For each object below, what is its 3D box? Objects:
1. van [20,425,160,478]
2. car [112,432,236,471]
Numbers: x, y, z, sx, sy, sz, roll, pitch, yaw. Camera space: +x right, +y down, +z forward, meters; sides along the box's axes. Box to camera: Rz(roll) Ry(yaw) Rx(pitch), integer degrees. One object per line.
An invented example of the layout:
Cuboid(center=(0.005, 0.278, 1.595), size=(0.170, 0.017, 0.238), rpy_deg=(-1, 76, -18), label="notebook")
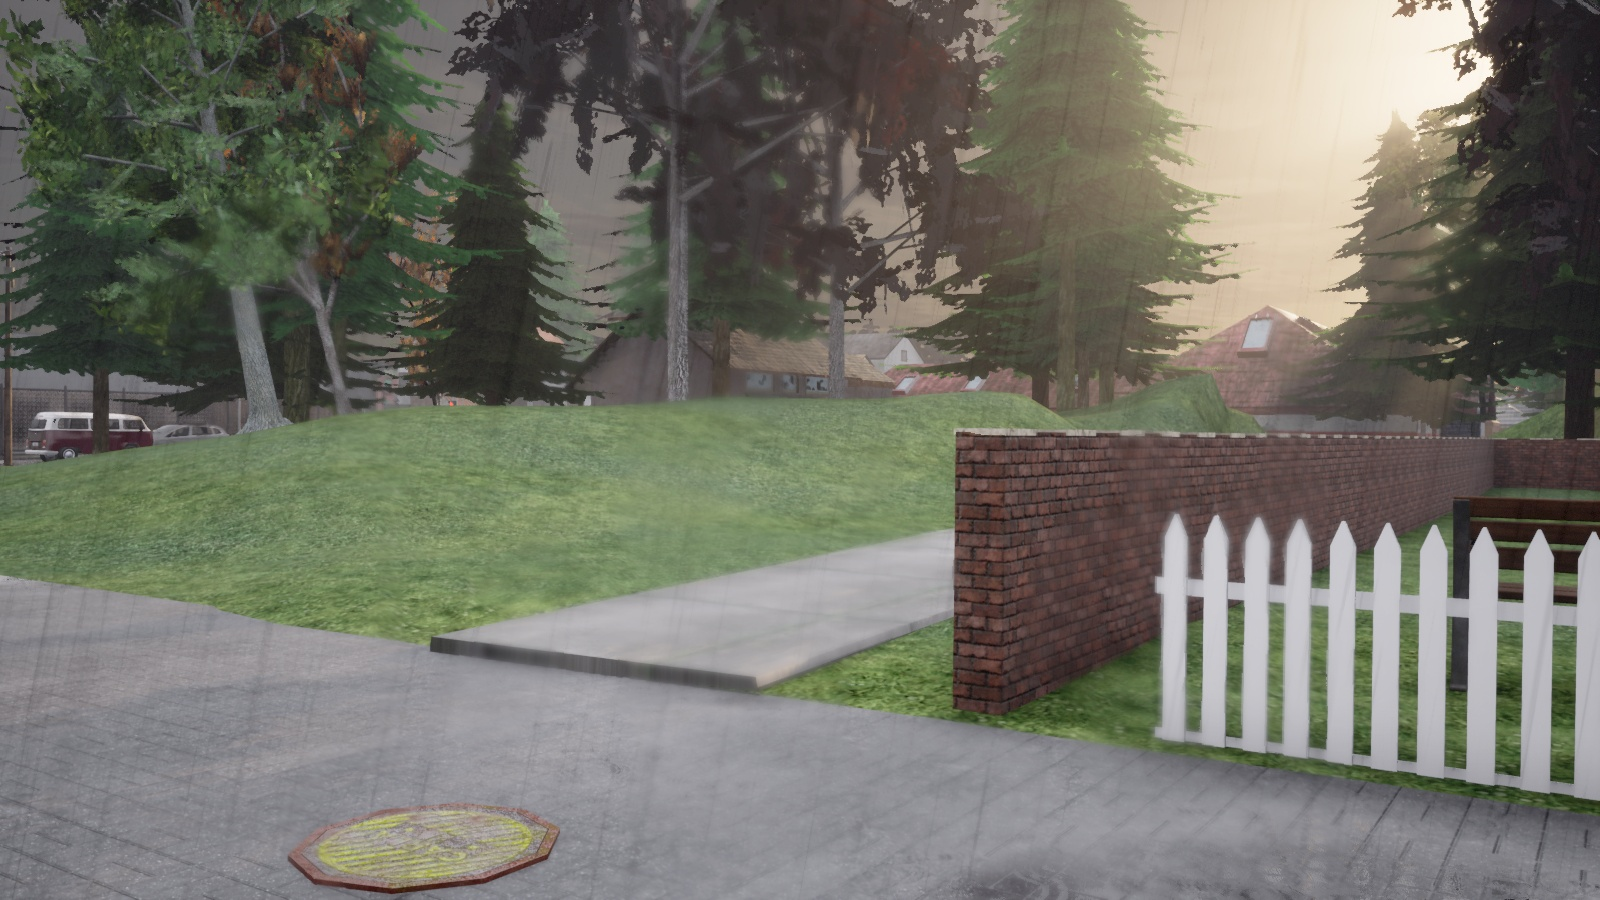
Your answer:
Cuboid(center=(-28.738, 0.019, 50.943), size=(2.069, 2.038, 4.480), rpy_deg=(0, 1, 34), label="van")
Cuboid(center=(-28.851, 0.045, 58.000), size=(2.242, 1.667, 4.611), rpy_deg=(0, 1, 34), label="car")
